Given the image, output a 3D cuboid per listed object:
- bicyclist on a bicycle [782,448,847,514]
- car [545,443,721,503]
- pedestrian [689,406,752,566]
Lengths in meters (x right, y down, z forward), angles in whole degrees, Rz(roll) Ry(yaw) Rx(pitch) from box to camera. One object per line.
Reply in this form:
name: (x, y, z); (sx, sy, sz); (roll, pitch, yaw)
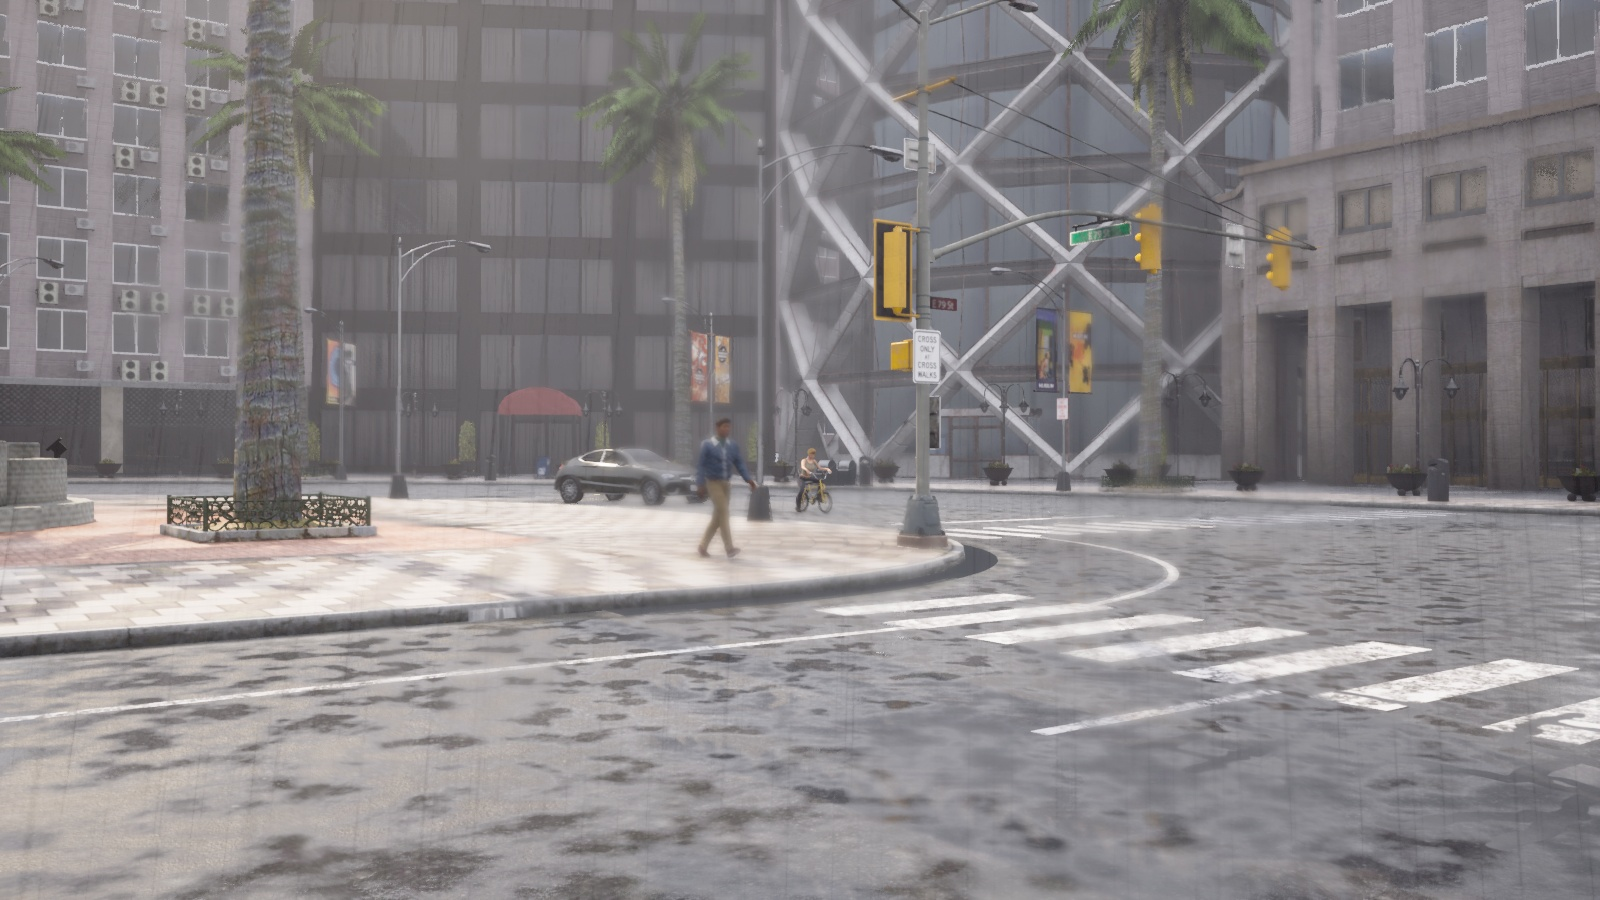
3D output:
bicyclist on a bicycle: (0.351, 0.757, 31.273); (0.866, 1.612, 1.509); (0, 0, -37)
car: (-4.960, 0.623, 36.963); (5.027, 1.651, 2.152); (0, 0, 36)
pedestrian: (-1.002, 0.442, 15.755); (0.423, 1.949, 0.788); (0, 0, -36)
